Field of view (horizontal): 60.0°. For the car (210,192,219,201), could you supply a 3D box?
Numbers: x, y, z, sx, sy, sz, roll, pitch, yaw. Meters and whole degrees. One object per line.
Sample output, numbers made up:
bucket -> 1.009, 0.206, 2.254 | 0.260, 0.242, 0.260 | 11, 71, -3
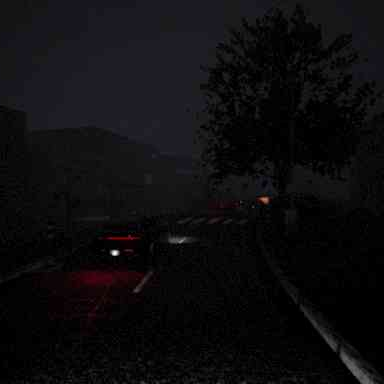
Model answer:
car -> 2.938, 1.199, 62.964 | 2.163, 1.488, 4.792 | 0, 1, 22

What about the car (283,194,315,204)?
car -> 18.067, 1.143, 56.138 | 4.892, 1.521, 2.231 | 0, 1, 22

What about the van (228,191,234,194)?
van -> 7.192, 0.822, 73.103 | 1.878, 1.987, 4.442 | 0, 0, 25

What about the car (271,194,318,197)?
car -> 9.561, 1.285, 30.300 | 4.553, 1.767, 2.185 | 0, 0, 16

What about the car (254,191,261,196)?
car -> 11.409, 1.108, 51.500 | 2.097, 1.767, 4.553 | 0, 1, 19

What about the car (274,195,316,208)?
car -> 14.172, 1.273, 45.931 | 5.366, 1.575, 1.946 | 0, 1, 19

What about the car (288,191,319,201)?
car -> 22.250, 0.750, 66.366 | 5.566, 2.045, 2.435 | 0, 0, 24

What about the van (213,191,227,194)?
van -> 5.003, 0.876, 68.016 | 1.878, 1.987, 4.442 | 0, 0, 23

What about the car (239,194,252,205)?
car -> 7.026, 1.408, 48.553 | 1.895, 1.301, 4.718 | 0, 1, 20

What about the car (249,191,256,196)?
car -> 17.010, 0.800, 93.080 | 2.435, 2.045, 5.566 | 0, -1, 29

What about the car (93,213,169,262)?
car -> -2.065, 1.530, 12.327 | 1.837, 1.490, 4.892 | 0, 1, 6

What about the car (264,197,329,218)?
car -> 8.745, 1.428, 27.670 | 4.892, 1.521, 2.231 | 0, 0, 16

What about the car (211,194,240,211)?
car -> 3.995, 1.372, 39.076 | 1.882, 1.535, 5.008 | 0, 0, 17

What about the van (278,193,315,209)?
van -> 13.592, 1.078, 43.241 | 4.442, 1.987, 1.878 | 0, 1, 18

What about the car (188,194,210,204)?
car -> 0.972, 1.234, 57.835 | 2.097, 1.535, 5.008 | 0, 1, 21

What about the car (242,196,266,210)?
car -> 7.754, 1.470, 40.676 | 1.895, 1.301, 4.718 | 0, 0, 17

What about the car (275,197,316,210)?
car -> 12.645, 1.370, 40.698 | 4.674, 1.452, 2.002 | 0, 1, 18

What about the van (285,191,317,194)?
van -> 10.199, 1.167, 32.985 | 4.442, 1.987, 1.878 | 0, 0, 16
